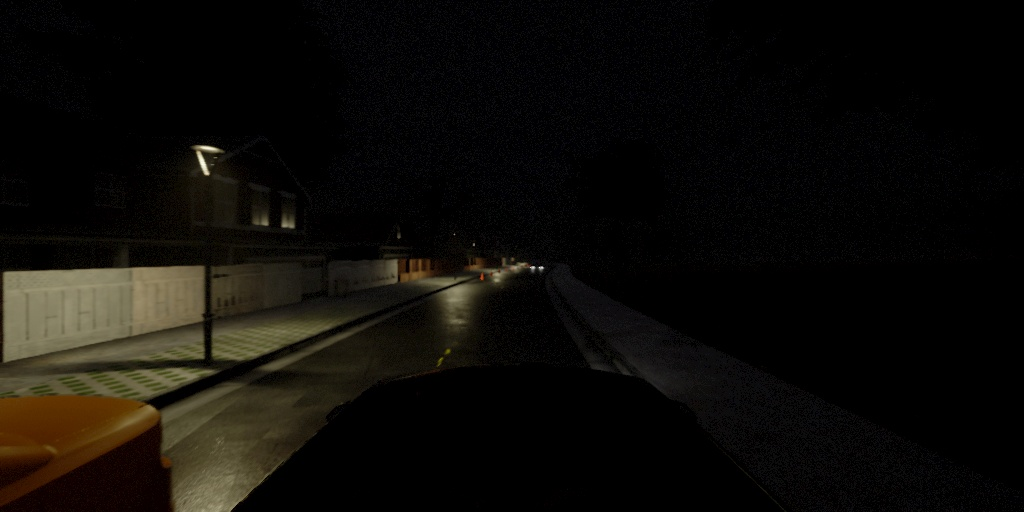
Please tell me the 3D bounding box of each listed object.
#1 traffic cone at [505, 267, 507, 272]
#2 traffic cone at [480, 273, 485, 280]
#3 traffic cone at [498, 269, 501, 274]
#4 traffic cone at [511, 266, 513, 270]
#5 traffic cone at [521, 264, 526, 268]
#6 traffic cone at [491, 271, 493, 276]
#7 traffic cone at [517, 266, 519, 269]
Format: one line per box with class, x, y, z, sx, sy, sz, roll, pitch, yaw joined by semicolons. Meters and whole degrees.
traffic cone;-0.712;1.695;45.107;0.340;0.580;0.340;0;0;8
traffic cone;-2.496;1.696;30.092;0.340;0.580;0.340;0;0;5
traffic cone;-1.388;1.695;40.112;0.340;0.580;0.340;0;0;7
traffic cone;0.044;1.696;50.091;0.340;0.580;0.340;0;0;9
traffic cone;1.698;1.709;59.950;0.340;0.580;0.340;0;0;9
traffic cone;-1.982;1.695;35.107;0.340;0.580;0.340;0;0;6
traffic cone;0.880;1.700;55.056;0.340;0.580;0.340;0;0;10
